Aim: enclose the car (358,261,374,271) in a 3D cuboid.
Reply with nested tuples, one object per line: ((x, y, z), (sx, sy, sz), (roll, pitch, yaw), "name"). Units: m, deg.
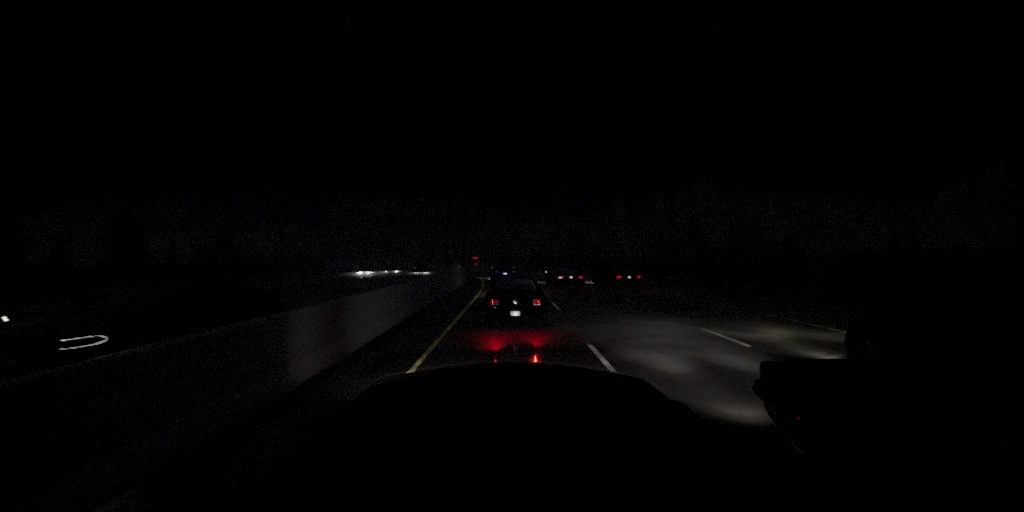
((-20.888, 1.393, 51.222), (2.128, 1.511, 4.902), (0, 0, -22), "car")

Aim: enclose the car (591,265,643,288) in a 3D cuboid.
((6.841, 1.320, 23.881), (2.033, 1.411, 5.357), (0, 0, -4), "car")

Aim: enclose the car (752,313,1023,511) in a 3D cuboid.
((3.599, 1.351, 1.835), (1.895, 1.301, 4.718), (0, 0, 0), "car")

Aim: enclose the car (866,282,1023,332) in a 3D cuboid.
((7.100, 1.102, 4.611), (2.097, 1.767, 4.553), (0, 0, 0), "car")

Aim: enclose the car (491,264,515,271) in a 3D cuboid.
((-0.745, 1.352, 29.734), (1.994, 1.385, 4.181), (0, 0, -6), "car")

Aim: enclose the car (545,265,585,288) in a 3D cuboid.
((3.353, 1.321, 23.786), (2.033, 1.411, 5.357), (0, 0, -4), "car")

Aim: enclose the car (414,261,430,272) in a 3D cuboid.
((-12.190, 1.411, 48.115), (2.033, 1.411, 5.357), (0, 0, -18), "car")

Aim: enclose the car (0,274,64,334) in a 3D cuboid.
((-14.113, 1.260, 8.115), (1.837, 1.490, 4.892), (0, 0, 0), "car")

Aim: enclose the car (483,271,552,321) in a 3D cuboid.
((0.101, 1.359, 12.471), (1.895, 1.301, 4.718), (0, 0, 0), "car")

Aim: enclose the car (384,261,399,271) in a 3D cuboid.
((-17.941, 1.428, 53.262), (1.812, 1.442, 4.674), (0, 0, -23), "car")

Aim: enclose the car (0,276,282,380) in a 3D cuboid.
((-7.111, 1.231, 7.560), (1.882, 1.535, 5.008), (0, 0, 0), "car")
